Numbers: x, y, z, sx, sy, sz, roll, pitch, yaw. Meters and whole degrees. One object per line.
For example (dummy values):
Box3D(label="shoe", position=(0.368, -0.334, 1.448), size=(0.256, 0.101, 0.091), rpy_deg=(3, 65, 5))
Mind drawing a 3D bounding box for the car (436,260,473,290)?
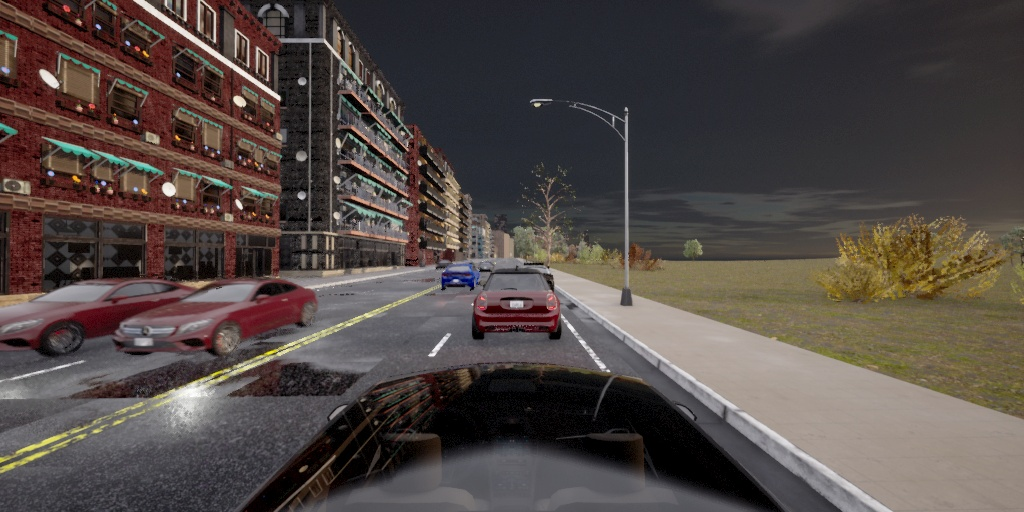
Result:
Box3D(label="car", position=(-3.104, 1.229, 22.335), size=(1.882, 1.535, 5.008), rpy_deg=(0, 0, 0))

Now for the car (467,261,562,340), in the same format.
Box3D(label="car", position=(0.114, 1.103, 10.170), size=(2.097, 1.767, 4.553), rpy_deg=(0, 0, 0))

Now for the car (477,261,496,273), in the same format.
Box3D(label="car", position=(-3.054, 1.313, 43.234), size=(1.994, 1.385, 4.181), rpy_deg=(0, 0, 0))

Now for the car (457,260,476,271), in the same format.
Box3D(label="car", position=(-6.482, 1.296, 51.975), size=(2.033, 1.411, 5.357), rpy_deg=(0, 0, 0))

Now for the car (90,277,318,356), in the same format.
Box3D(label="car", position=(-6.586, 1.276, 8.741), size=(1.812, 1.442, 4.674), rpy_deg=(0, 0, 0))

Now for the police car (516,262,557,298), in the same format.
Box3D(label="police car", position=(1.177, 1.177, 19.666), size=(1.930, 1.638, 5.238), rpy_deg=(0, 0, 0))

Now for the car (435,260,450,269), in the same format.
Box3D(label="car", position=(-9.732, 1.296, 51.908), size=(2.033, 1.411, 5.357), rpy_deg=(0, 0, 0))

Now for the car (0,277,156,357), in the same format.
Box3D(label="car", position=(-9.835, 1.276, 8.724), size=(1.812, 1.442, 4.674), rpy_deg=(0, 0, 0))
